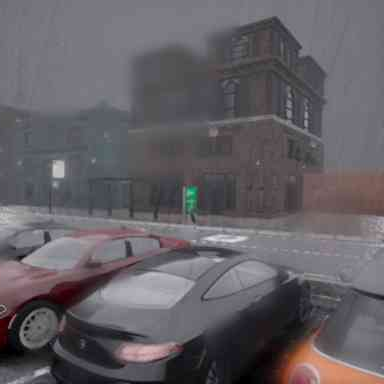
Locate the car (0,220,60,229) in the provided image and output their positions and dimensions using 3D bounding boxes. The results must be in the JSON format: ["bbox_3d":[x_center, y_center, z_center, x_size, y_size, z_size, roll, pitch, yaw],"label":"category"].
[{"bbox_3d":[-4.246,1.517,8.190,2.097,1.535,5.008,0,0,36],"label":"car"}]

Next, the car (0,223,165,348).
[{"bbox_3d":[-1.976,1.512,6.569,2.097,1.535,5.008,0,0,36],"label":"car"}]

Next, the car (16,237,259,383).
[{"bbox_3d":[0.289,1.540,4.940,2.002,1.452,4.674,0,0,36],"label":"car"}]

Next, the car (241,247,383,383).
[{"bbox_3d":[2.539,1.353,3.297,2.185,1.767,4.553,0,0,36],"label":"car"}]
